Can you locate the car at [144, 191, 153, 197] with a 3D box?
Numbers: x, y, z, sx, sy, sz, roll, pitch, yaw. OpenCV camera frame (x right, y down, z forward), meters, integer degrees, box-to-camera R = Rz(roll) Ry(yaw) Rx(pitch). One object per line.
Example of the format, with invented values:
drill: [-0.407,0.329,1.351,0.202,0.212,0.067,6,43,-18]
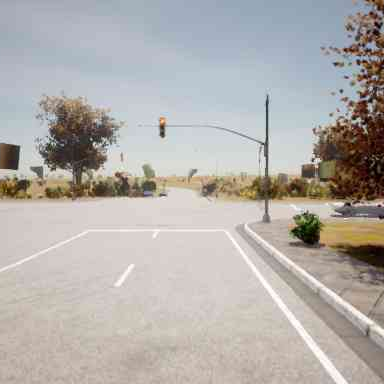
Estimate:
car: [-10.499,0.559,80.720,1.882,1.535,5.008,0,-1,0]

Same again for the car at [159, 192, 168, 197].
car: [-6.999,0.676,80.688,1.895,1.301,4.718,0,-1,0]

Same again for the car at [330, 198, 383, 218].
car: [12.452,1.026,23.485,4.718,1.301,1.895,-1,2,10]
